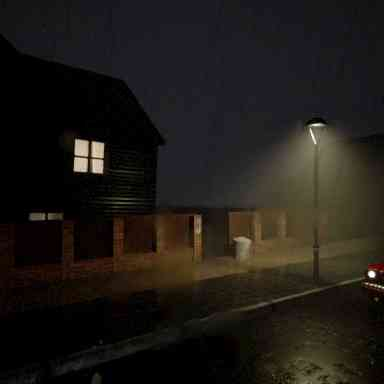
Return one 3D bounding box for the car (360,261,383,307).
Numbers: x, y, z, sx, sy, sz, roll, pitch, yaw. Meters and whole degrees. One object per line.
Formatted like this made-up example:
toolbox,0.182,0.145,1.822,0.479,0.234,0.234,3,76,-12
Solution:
car,5.518,1.609,6.739,4.718,1.301,1.895,0,0,-33
